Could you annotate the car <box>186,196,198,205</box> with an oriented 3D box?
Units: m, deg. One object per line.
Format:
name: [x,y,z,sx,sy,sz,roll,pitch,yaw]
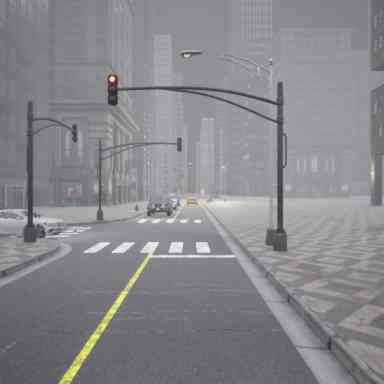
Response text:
car: [0.012,1.489,57.607,1.882,1.535,5.008,0,0,0]

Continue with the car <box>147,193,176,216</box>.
car: [-3.088,1.221,32.928,2.150,2.045,5.566,0,0,0]

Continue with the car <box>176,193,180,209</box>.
car: [-3.088,1.224,43.376,2.150,2.045,5.566,0,0,0]

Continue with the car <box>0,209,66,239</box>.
car: [-9.064,1.635,17.537,4.674,1.442,1.812,-1,0,6]

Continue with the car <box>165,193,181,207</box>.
car: [-3.058,1.230,54.092,2.150,2.045,5.566,0,0,0]
